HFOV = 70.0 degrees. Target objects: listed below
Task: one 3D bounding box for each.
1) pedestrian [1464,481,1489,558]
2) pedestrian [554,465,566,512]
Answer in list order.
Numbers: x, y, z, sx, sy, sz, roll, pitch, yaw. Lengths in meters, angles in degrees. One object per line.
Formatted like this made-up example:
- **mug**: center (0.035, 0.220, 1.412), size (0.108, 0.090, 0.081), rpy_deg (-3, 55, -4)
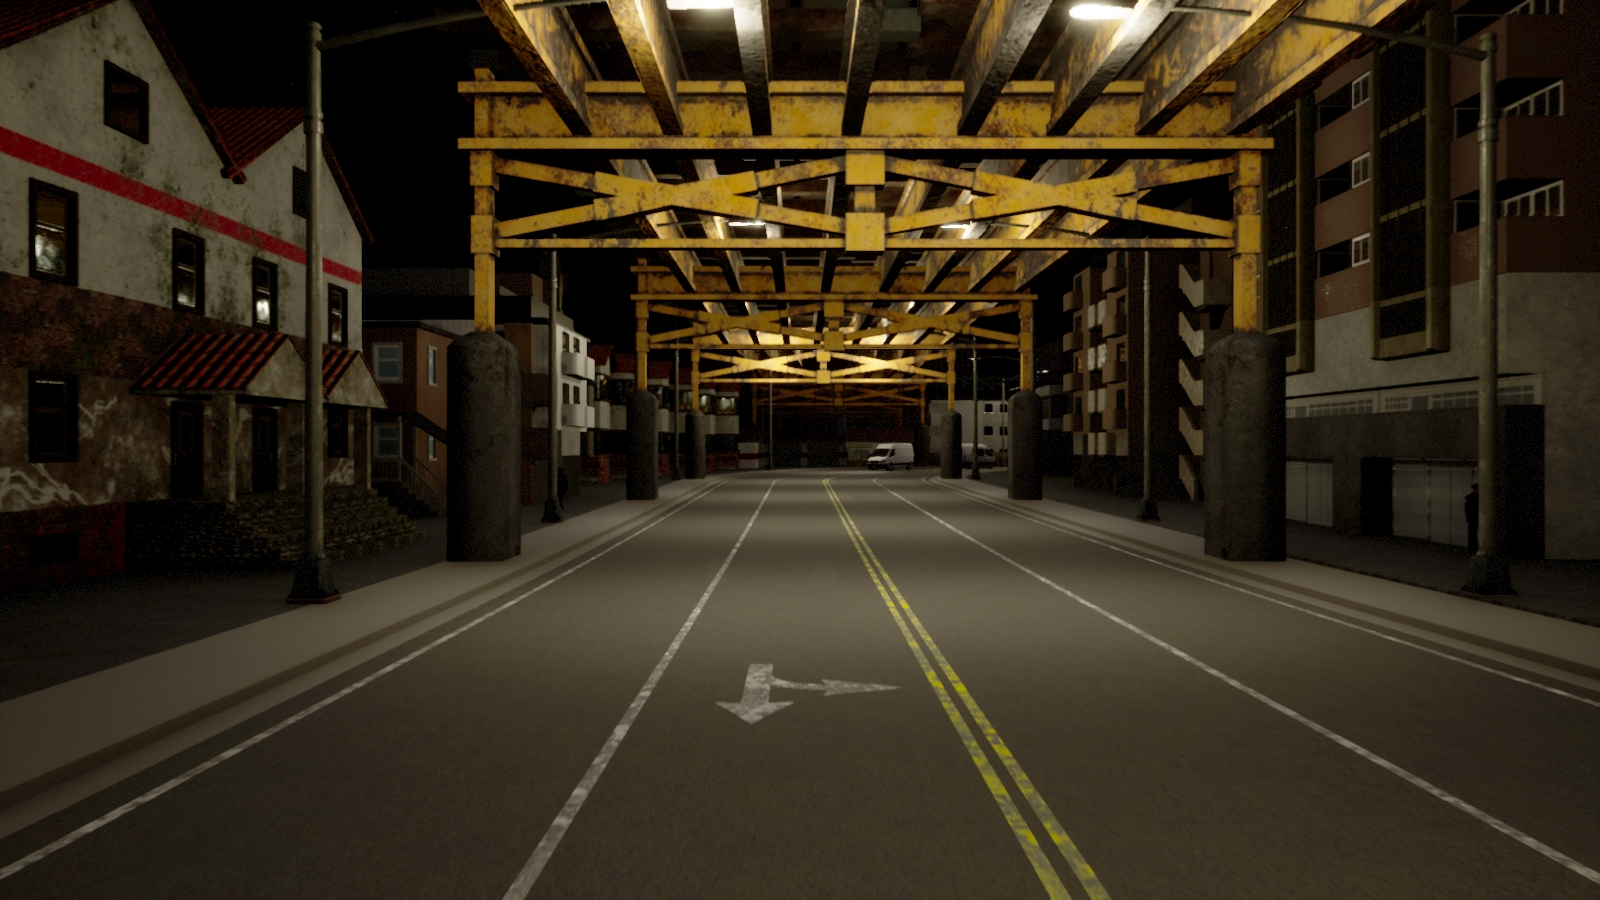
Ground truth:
- **pedestrian**: center (16.654, 1.709, 28.127), size (0.375, 1.860, 0.375), rpy_deg (0, 0, 0)
- **pedestrian**: center (-9.517, 1.533, 45.372), size (0.375, 1.860, 0.375), rpy_deg (0, 0, 3)
